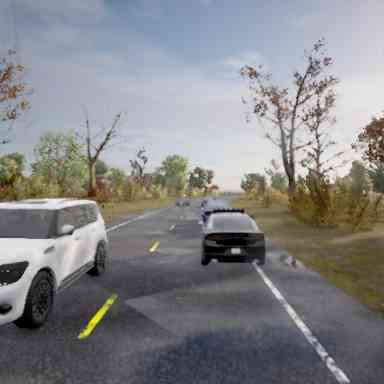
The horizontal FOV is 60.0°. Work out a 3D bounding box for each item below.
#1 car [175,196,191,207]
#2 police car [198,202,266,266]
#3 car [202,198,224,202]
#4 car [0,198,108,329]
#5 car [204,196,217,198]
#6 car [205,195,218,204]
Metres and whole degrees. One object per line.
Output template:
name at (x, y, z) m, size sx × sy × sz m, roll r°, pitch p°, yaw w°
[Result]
car at (-1.266, 1.363, 48.304) m, size 2.128 × 1.511 × 4.902 m, roll 0°, pitch 0°, yaw 5°
police car at (1.258, 1.380, 11.580) m, size 1.930 × 1.638 × 5.238 m, roll 0°, pitch 0°, yaw 2°
car at (1.610, 1.397, 21.419) m, size 1.882 × 1.535 × 5.008 m, roll 0°, pitch 0°, yaw 2°
car at (-3.479, 1.191, 7.236) m, size 2.150 × 2.045 × 5.566 m, roll 0°, pitch 0°, yaw 1°
car at (1.899, 1.379, 27.386) m, size 1.882 × 1.535 × 5.008 m, roll 0°, pitch 0°, yaw 3°
car at (3.783, 1.375, 63.834) m, size 2.128 × 1.511 × 4.902 m, roll 0°, pitch 0°, yaw 7°
